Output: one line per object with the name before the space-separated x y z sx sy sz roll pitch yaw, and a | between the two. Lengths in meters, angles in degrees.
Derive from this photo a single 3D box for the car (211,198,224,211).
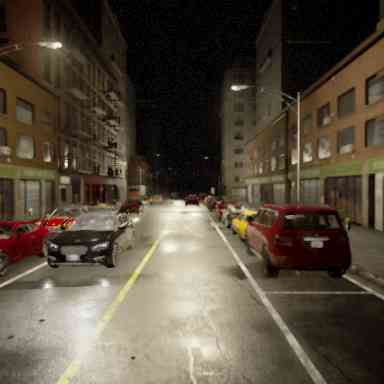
car | 2.847 1.428 26.452 1.887 1.381 4.507 -1 0 0

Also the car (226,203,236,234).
car | 2.848 1.451 15.629 1.752 1.417 4.829 -1 0 0

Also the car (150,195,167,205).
car | -5.682 1.237 53.935 1.967 1.590 4.097 -1 0 0

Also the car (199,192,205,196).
car | 2.838 1.049 86.304 2.192 1.841 5.009 -1 0 0

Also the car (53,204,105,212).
car | -5.678 1.367 15.457 1.967 1.590 4.097 -1 0 0

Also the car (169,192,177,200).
car | -5.684 1.300 86.305 1.947 1.339 4.313 -1 0 0

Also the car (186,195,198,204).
car | -0.006 1.278 57.988 2.128 1.511 4.902 0 0 0

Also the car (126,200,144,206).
car | -5.679 1.408 31.948 1.887 1.381 4.507 -1 0 0

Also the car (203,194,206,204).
car | 2.844 1.267 42.942 1.967 1.590 4.097 -1 0 0

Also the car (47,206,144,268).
car | -3.100 1.437 11.124 2.128 1.511 4.902 0 0 0

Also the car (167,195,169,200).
car | -5.682 1.349 59.431 1.947 1.339 4.313 -1 0 0

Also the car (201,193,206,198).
car | 2.843 1.321 54.107 1.752 1.417 4.829 -1 0 0

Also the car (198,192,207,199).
car | 2.839 1.039 91.891 2.192 1.841 5.009 -1 0 0

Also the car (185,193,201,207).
car | -0.004 1.291 47.640 1.882 1.535 5.008 0 0 0

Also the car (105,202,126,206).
car | -5.678 1.430 20.783 1.752 1.417 4.829 -1 0 0

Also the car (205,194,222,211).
car | 2.844 1.285 37.445 1.967 1.590 4.097 -1 0 0

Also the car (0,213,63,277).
car | -5.676 1.533 9.960 1.802 1.307 4.206 0 0 0

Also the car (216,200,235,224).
car | 2.847 1.454 20.955 2.008 1.369 4.403 -1 0 0

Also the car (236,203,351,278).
car | 2.847 1.266 9.960 2.192 1.841 5.009 -1 0 0
